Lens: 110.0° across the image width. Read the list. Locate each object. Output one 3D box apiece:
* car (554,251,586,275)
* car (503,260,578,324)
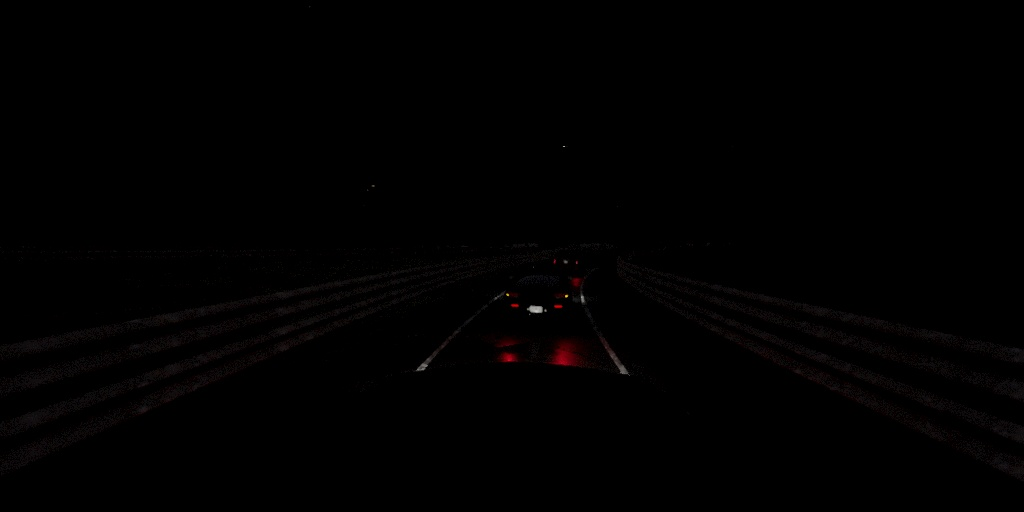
[{"bbox_3d":[4.427,0.384,27.377,2.097,1.767,4.553,1,2,17],"label":"car"},{"bbox_3d":[0.842,1.032,10.788,1.812,1.442,4.674,0,2,7],"label":"car"}]
